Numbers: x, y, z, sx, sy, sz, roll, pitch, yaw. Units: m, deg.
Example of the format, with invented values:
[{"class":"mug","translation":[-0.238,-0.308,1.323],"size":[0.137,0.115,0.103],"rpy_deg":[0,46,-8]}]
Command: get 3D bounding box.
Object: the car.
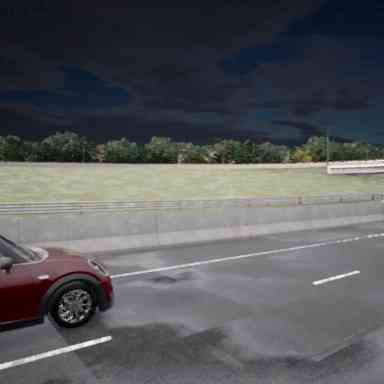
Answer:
[{"class":"car","translation":[-3.646,1.352,5.445],"size":[4.553,1.767,2.097],"rpy_deg":[0,0,-36]}]
